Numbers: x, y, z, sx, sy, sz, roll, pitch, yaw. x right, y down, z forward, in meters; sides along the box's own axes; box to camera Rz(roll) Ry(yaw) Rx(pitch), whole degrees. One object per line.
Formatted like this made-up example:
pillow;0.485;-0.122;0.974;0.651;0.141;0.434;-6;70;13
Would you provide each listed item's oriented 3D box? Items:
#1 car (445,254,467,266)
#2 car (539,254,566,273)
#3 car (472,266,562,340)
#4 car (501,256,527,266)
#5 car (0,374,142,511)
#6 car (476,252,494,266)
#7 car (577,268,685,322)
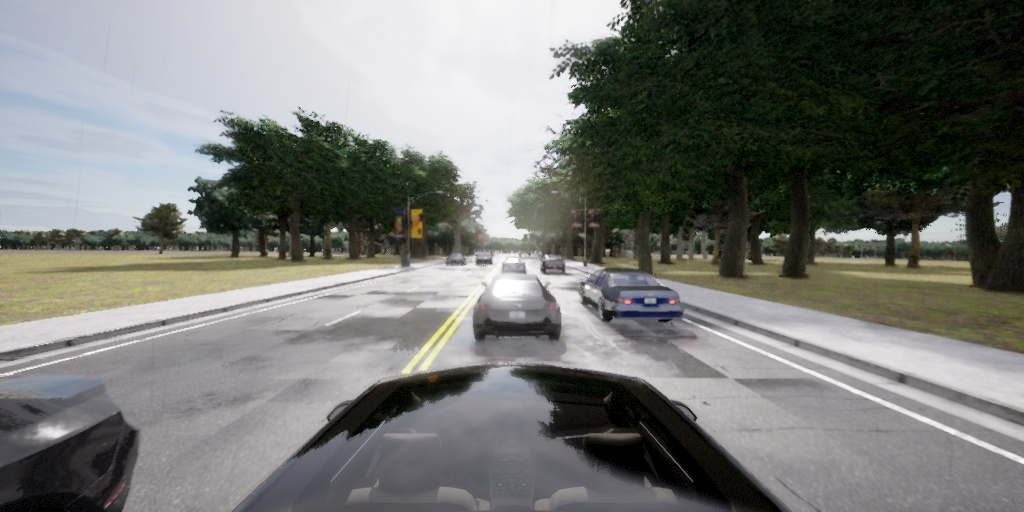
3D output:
car;-6.526;0.424;42.199;1.994;1.385;4.181;0;1;0
car;3.391;0.607;30.401;2.128;1.511;4.902;0;1;0
car;0.112;1.134;9.341;1.994;1.385;4.181;0;1;0
car;0.135;0.732;27.145;2.033;1.411;5.357;0;1;0
car;-3.353;1.288;0.260;1.837;1.490;4.892;0;1;0
car;-3.276;0.314;43.330;1.882;1.535;5.008;0;1;0
car;3.359;1.078;11.187;2.033;1.411;5.357;0;1;0
